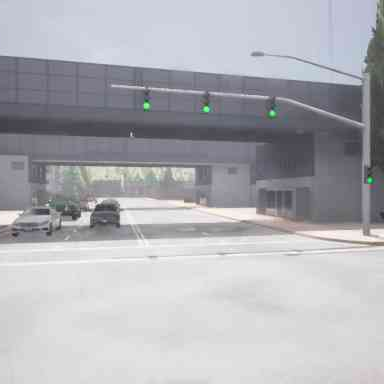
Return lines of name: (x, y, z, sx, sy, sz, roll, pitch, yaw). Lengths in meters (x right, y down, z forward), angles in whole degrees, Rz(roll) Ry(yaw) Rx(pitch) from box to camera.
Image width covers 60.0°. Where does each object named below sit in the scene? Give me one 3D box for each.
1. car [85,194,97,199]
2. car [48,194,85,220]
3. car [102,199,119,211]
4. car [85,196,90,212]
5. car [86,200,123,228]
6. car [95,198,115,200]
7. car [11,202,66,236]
car: (-16.234, 0.970, 53.089, 2.097, 1.767, 4.553, 0, 0, -13)
car: (-10.635, 1.221, 27.964, 2.150, 2.045, 5.566, 0, 0, -13)
car: (-9.970, 1.564, 40.895, 1.994, 1.385, 4.181, 0, 0, -13)
car: (-12.979, 1.526, 38.336, 1.812, 1.442, 4.674, 0, 0, -13)
car: (-5.748, 1.505, 22.272, 1.837, 1.490, 4.892, 0, 0, -13)
car: (-7.764, 1.505, 31.157, 1.837, 1.490, 4.892, 0, 0, -13)
car: (-8.491, 1.526, 18.515, 1.812, 1.442, 4.674, 0, 0, -13)
